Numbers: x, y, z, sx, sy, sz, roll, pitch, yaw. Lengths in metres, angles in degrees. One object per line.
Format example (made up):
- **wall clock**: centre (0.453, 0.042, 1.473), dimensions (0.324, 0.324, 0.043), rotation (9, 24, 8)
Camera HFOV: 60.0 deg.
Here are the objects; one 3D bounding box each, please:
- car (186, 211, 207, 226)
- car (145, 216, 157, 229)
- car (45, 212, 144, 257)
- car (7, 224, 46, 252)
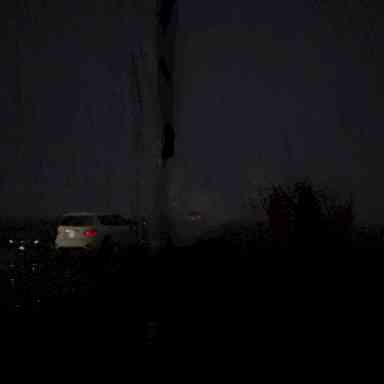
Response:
- **car**: centre (0.724, 3.706, 47.107), dimensions (2.150, 2.045, 5.566), rotation (-1, -3, 12)
- **car**: centre (-4.369, 3.537, 38.896), dimensions (1.837, 1.490, 4.892), rotation (-1, -3, 10)
- **car**: centre (-4.606, 2.052, 16.972), dimensions (2.150, 2.045, 5.566), rotation (-1, -3, 13)
- **car**: centre (-7.816, 2.474, 18.759), dimensions (2.033, 1.411, 5.357), rotation (-1, -3, 10)
